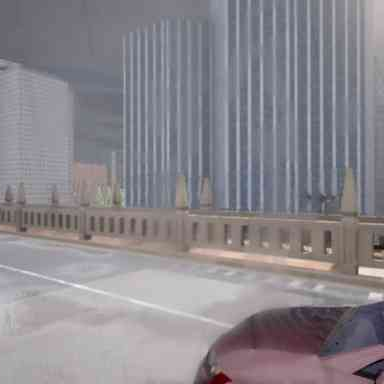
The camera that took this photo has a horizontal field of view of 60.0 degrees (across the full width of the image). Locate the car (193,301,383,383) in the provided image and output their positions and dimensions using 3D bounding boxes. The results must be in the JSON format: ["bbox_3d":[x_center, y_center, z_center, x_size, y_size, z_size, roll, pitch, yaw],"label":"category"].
[{"bbox_3d":[2.053,1.564,2.534,4.181,1.385,1.994,0,0,35],"label":"car"}]
